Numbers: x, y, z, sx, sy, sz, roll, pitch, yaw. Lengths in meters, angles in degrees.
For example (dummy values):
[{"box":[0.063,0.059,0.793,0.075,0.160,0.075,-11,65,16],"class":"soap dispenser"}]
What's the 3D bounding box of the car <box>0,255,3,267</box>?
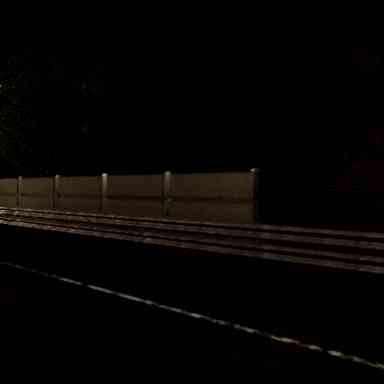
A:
[{"box":[-7.265,1.442,9.085,5.357,1.411,2.033,1,0,35],"class":"car"}]
